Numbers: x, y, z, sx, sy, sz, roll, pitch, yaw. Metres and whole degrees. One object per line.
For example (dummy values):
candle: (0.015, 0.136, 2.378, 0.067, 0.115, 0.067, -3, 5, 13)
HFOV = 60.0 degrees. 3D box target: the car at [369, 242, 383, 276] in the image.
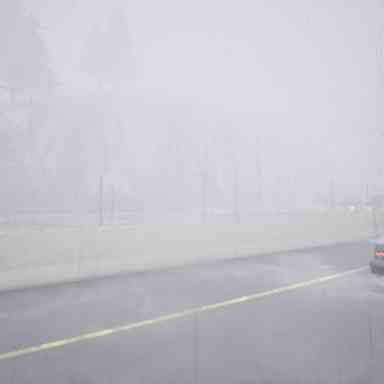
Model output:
car: (6.662, 1.502, 8.555, 5.357, 1.411, 2.033, 0, 1, -36)
